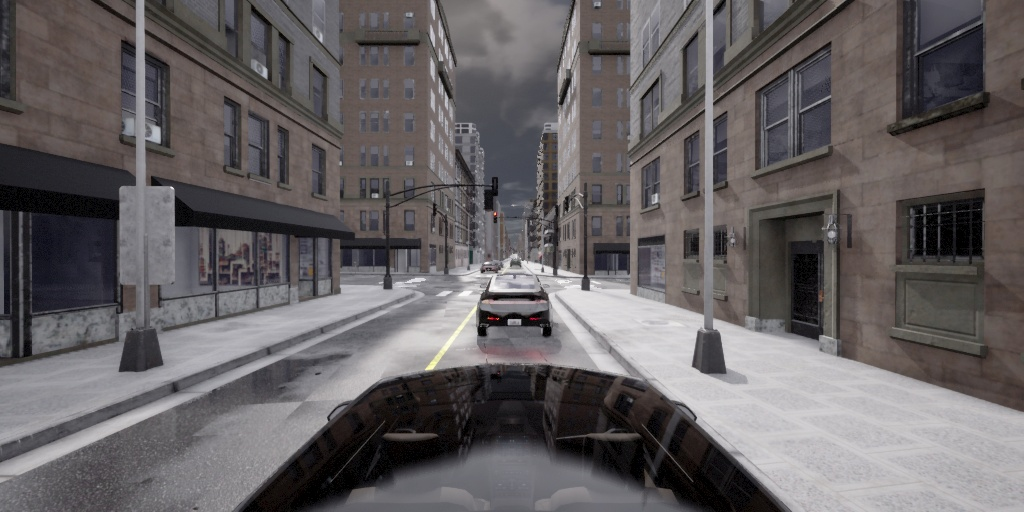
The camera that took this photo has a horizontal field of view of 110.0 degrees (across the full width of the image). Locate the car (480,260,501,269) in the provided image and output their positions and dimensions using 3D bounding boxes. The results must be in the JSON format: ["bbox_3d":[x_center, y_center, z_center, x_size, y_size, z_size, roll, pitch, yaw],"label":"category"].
[{"bbox_3d":[-2.713,1.372,43.967,1.994,1.385,4.181,0,0,1],"label":"car"}]

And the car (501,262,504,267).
[{"bbox_3d":[-2.617,1.334,53.919,1.837,1.490,4.892,0,0,0],"label":"car"}]

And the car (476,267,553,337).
[{"bbox_3d":[0.075,1.243,10.311,2.128,1.511,4.902,0,0,1],"label":"car"}]
